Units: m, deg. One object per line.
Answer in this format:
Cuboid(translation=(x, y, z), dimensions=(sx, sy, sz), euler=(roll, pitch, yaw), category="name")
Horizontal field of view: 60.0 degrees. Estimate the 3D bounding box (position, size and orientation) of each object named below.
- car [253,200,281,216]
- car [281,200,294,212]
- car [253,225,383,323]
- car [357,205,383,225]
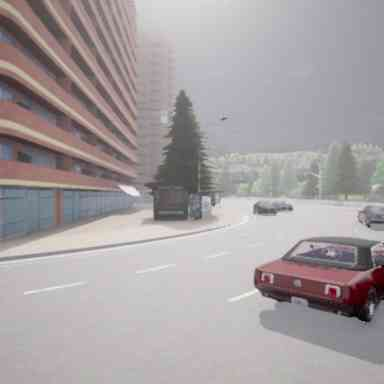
Cuboid(translation=(7.864, 1.681, 35.973), dimensions=(1.882, 1.535, 5.008), euler=(0, 0, 1), category="car")
Cuboid(translation=(11.387, 1.781, 42.690), dimensions=(2.033, 1.411, 5.357), euler=(0, 0, -1), category="car")
Cuboid(translation=(3.434, 1.638, 7.386), dimensions=(1.895, 1.301, 4.718), euler=(-1, 0, 45), category="car")
Cuboid(translation=(12.971, 1.651, 23.425), dimensions=(2.033, 1.411, 5.357), euler=(0, 0, 19), category="car")
